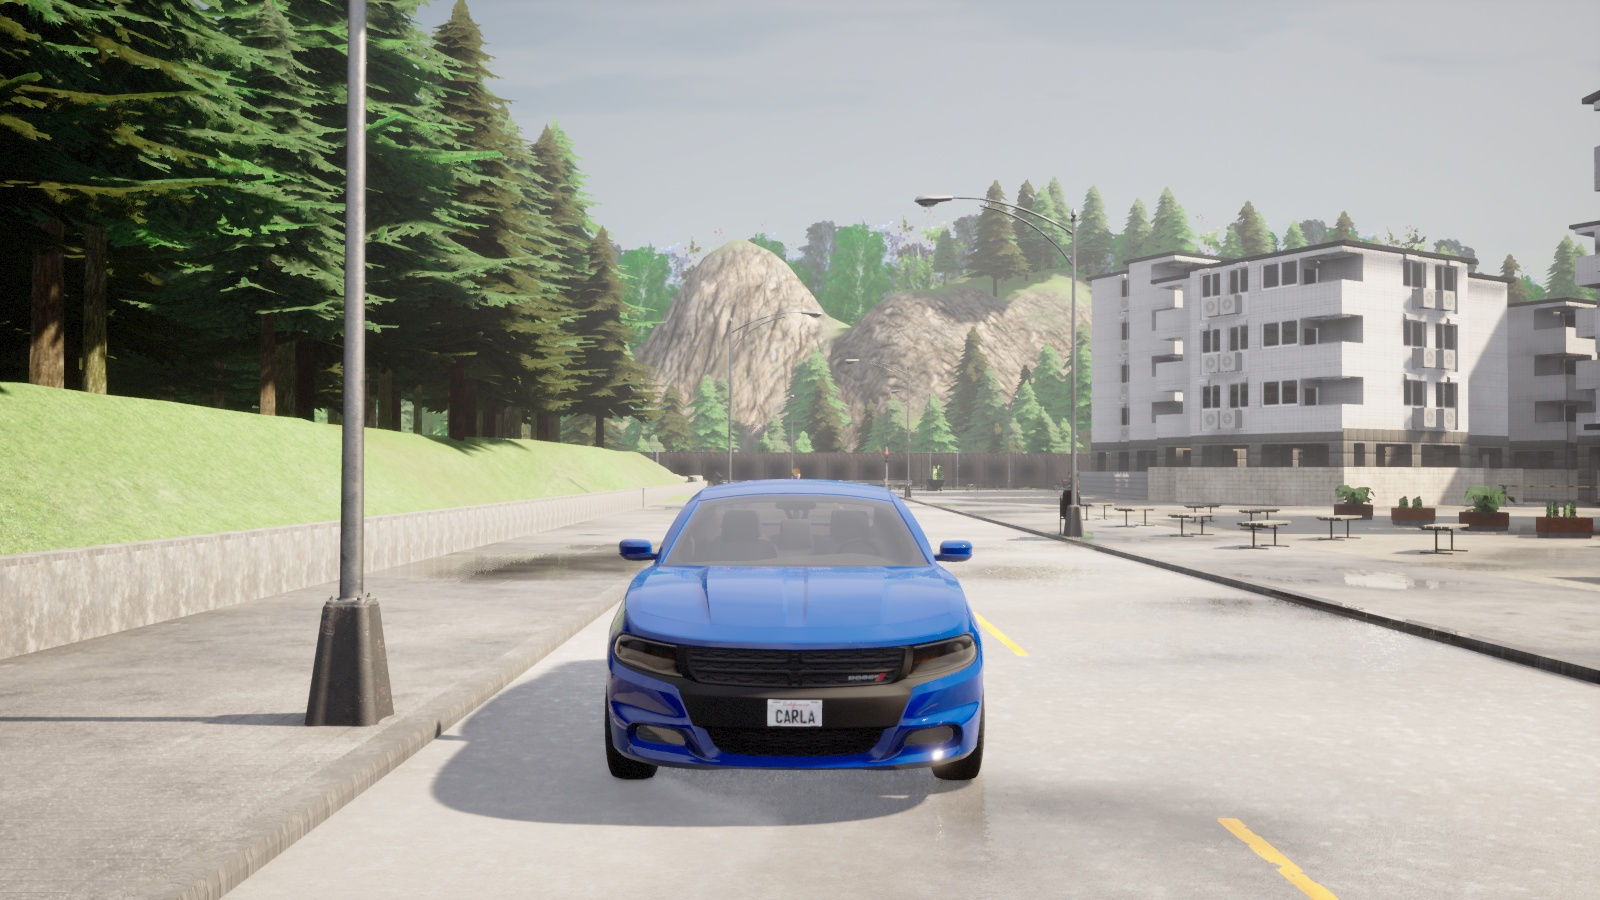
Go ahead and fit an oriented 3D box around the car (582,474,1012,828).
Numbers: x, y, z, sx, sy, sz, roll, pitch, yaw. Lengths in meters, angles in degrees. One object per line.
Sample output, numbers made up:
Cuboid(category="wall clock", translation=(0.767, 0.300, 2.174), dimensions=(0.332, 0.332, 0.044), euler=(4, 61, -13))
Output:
Cuboid(category="car", translation=(-0.021, 0.927, 8.026), dimensions=(1.882, 1.535, 5.008), euler=(0, -1, 0))
